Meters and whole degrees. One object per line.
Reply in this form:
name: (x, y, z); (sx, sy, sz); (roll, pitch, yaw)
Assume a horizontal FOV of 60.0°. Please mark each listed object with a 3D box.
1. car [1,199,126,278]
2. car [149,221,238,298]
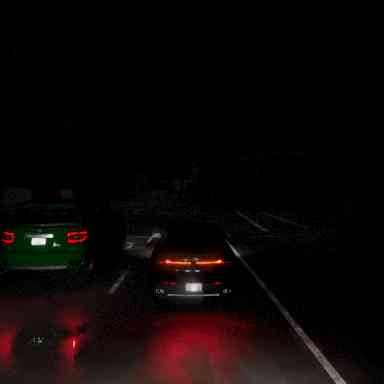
car: (-3.520, 1.218, 10.230); (2.150, 2.045, 5.566); (0, 0, -1)
car: (0.000, 1.502, 8.526); (1.837, 1.490, 4.892); (0, 0, -1)
